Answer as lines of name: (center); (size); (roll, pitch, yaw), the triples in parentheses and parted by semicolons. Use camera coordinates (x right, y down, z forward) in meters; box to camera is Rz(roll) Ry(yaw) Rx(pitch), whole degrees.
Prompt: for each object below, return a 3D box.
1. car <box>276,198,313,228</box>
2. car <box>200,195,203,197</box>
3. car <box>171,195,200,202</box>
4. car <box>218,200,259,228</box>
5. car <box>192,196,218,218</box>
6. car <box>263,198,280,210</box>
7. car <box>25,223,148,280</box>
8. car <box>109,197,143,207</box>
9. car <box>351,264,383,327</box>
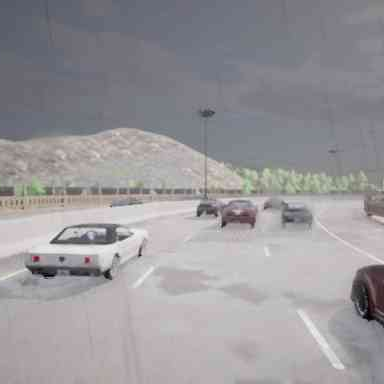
car: (6.849, 1.430, 21.915); (2.128, 1.511, 4.902); (0, 0, 15)
car: (0.939, 1.323, 59.131); (1.837, 1.490, 4.892); (0, 0, 34)
car: (-1.124, 1.333, 41.188); (1.837, 1.490, 4.892); (0, 0, 25)
car: (3.280, 1.276, 22.047); (2.097, 1.767, 4.553); (0, 0, 14)
car: (1.807, 1.393, 29.219); (1.837, 1.490, 4.892); (0, 0, 19)
car: (9.957, 1.427, 39.688); (2.033, 1.411, 5.357); (0, 0, 27)
car: (-2.678, 1.549, 9.791); (1.895, 1.301, 4.718); (0, 0, 6)
car: (-7.070, 1.333, 36.030); (1.837, 1.490, 4.892); (0, -1, 21)
car: (3.897, 1.561, 4.575); (1.994, 1.385, 4.181); (0, 0, 3)
